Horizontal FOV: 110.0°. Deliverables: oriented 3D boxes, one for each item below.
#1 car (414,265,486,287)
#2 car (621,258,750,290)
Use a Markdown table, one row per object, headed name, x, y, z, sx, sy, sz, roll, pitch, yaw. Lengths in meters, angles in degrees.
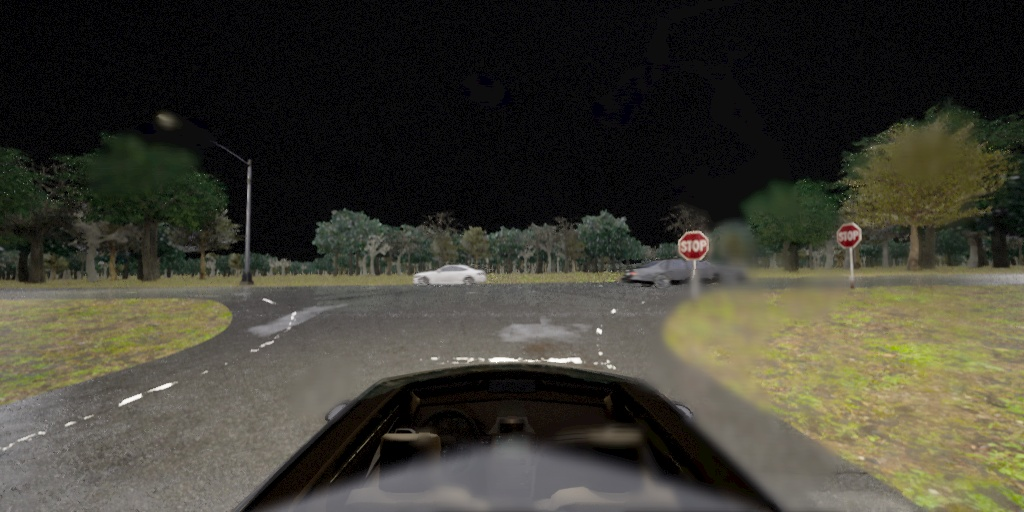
| name | x | y | z | sx | sy | sz | roll | pitch | yaw |
| --- | --- | --- | --- | --- | --- | --- | --- | --- | --- |
| car | -4.011 | 1.293 | 23.453 | 4.674 | 1.442 | 1.812 | 0 | -2 | 0 |
| car | 7.845 | 0.784 | 16.564 | 5.357 | 1.411 | 2.033 | -2 | -3 | -1 |
